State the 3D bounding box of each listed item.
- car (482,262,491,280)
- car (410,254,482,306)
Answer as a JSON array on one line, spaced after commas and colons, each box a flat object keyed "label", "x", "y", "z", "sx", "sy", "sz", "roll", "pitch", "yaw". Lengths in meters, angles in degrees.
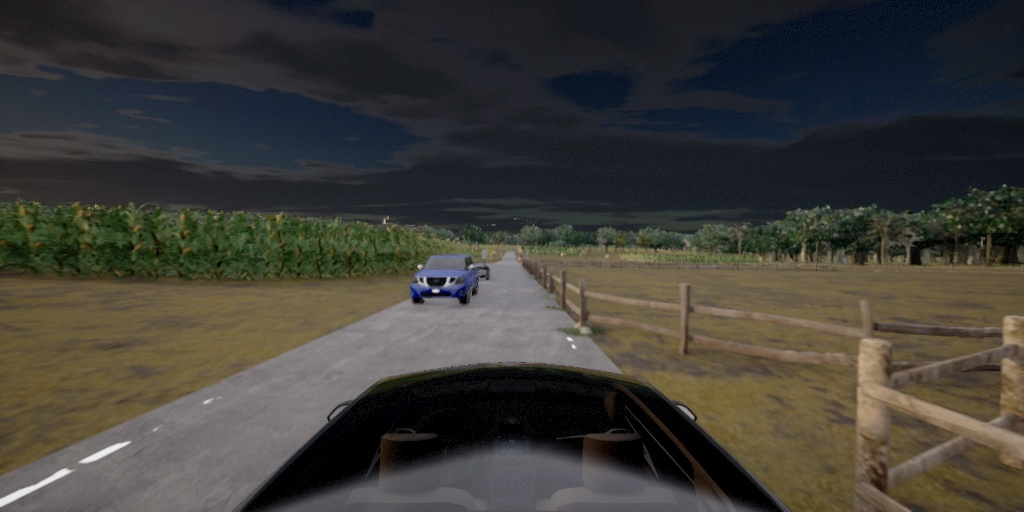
[{"label": "car", "x": -2.787, "y": 1.222, "z": 29.333, "sx": 1.994, "sy": 1.385, "sz": 4.181, "roll": 0, "pitch": 0, "yaw": 0}, {"label": "car", "x": -2.785, "y": 0.929, "z": 15.966, "sx": 2.150, "sy": 2.045, "sz": 5.566, "roll": 0, "pitch": 0, "yaw": 0}]
